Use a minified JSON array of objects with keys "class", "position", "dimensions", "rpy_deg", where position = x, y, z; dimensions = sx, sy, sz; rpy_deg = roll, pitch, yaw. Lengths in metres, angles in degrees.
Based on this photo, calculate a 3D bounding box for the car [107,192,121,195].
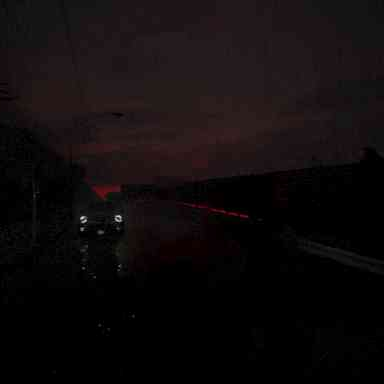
[{"class":"car","position":[-10.204,0.957,43.372],"dimensions":[2.150,2.045,5.566],"rpy_deg":[0,0,-12]}]

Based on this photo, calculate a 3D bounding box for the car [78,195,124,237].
[{"class":"car","position":[-4.648,1.248,17.378],"dimensions":[2.097,1.767,4.553],"rpy_deg":[-1,1,-12]}]
